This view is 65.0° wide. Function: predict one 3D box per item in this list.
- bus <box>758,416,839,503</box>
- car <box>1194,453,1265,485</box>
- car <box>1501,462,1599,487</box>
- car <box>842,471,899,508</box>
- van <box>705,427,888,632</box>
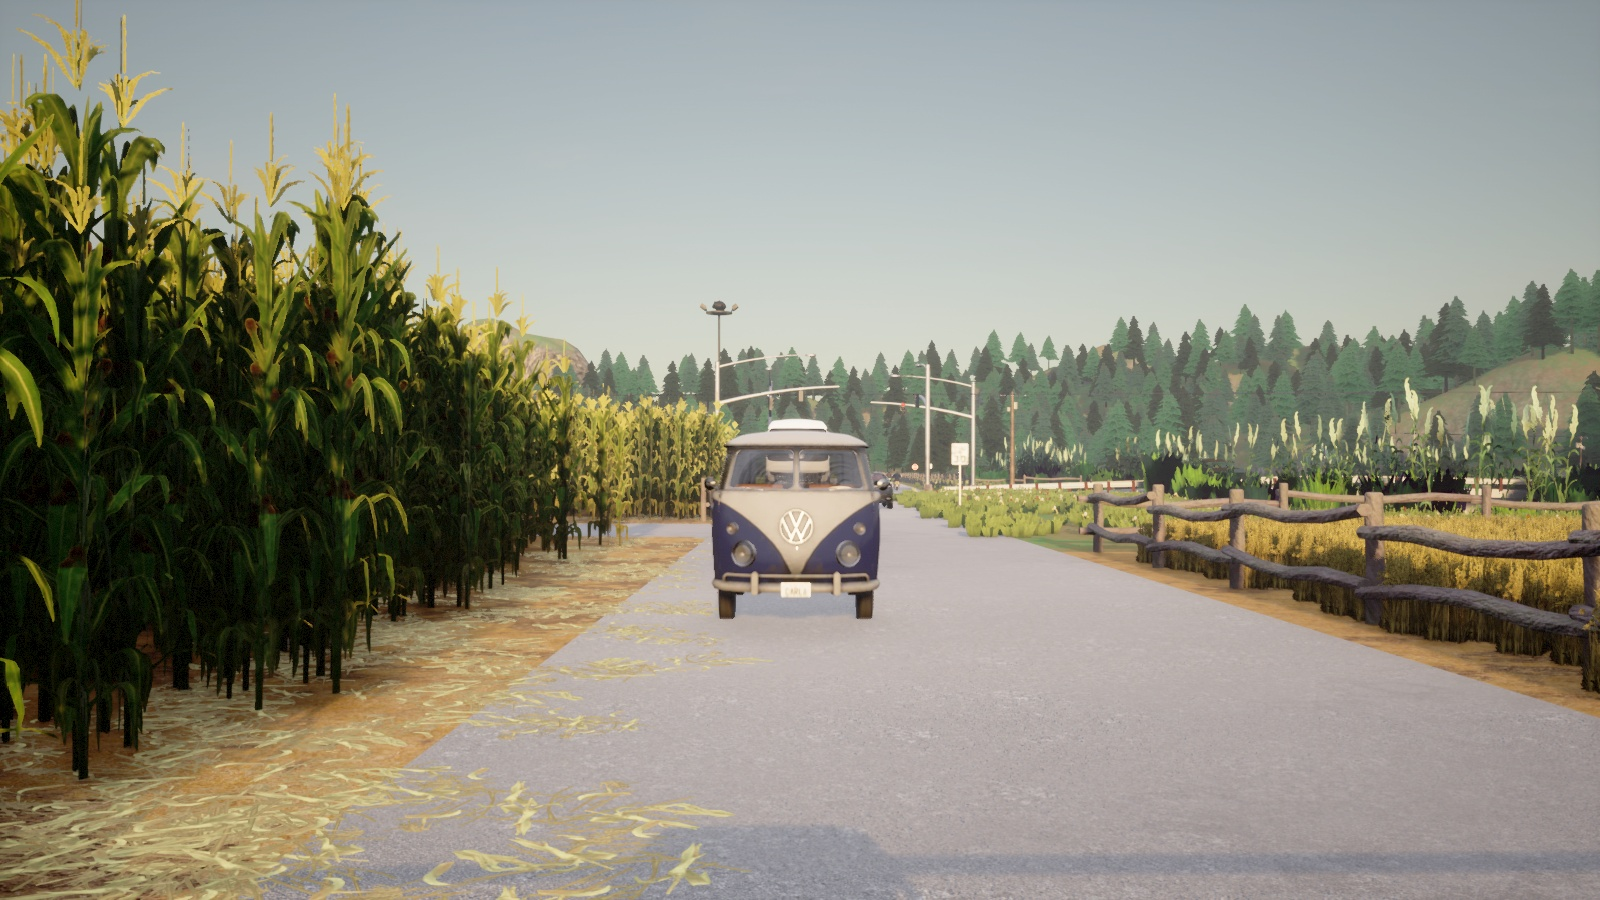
[{"bbox_3d":[-0.188,0.556,66.655,3.944,4.253,10.273,0,-1,-1],"label":"bus"},{"bbox_3d":[27.071,1.224,79.301,3.866,1.878,1.905,-2,-1,6],"label":"car"},{"bbox_3d":[48.008,1.544,80.103,5.357,1.411,2.033,2,-1,8],"label":"car"},{"bbox_3d":[2.968,1.662,53.854,2.128,1.511,4.902,0,-1,0],"label":"car"},{"bbox_3d":[-0.037,0.810,14.457,1.775,1.987,4.442,0,-1,0],"label":"van"}]
